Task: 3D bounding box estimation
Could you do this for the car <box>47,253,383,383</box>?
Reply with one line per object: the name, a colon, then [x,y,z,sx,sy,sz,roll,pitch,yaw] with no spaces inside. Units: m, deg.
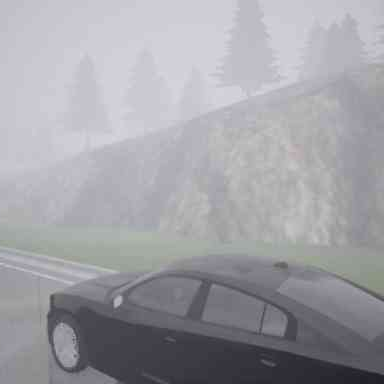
car: [0.267,1.507,3.985,5.008,1.535,1.882,0,0,35]
